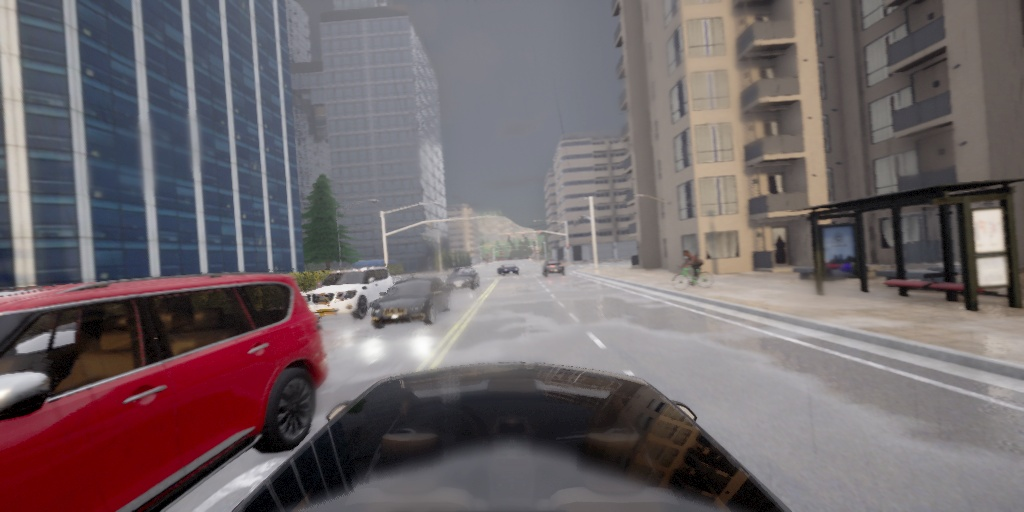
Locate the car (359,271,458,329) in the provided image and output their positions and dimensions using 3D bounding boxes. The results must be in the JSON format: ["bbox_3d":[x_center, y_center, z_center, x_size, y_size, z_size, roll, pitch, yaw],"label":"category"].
[{"bbox_3d":[-3.451,1.557,13.025,1.837,1.490,4.892,-4,-1,1],"label":"car"}]

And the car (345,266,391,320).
[{"bbox_3d":[-6.938,1.545,15.813,2.150,2.045,5.566,-4,0,0],"label":"car"}]

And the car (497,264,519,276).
[{"bbox_3d":[-0.556,1.560,41.327,1.895,1.301,4.718,-4,0,-12],"label":"car"}]

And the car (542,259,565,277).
[{"bbox_3d":[3.847,1.087,33.883,2.128,1.511,4.902,-4,0,1],"label":"car"}]

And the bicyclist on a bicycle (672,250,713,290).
[{"bbox_3d":[7.233,0.555,14.425,1.656,1.620,0.582,-5,0,1],"label":"bicyclist on a bicycle"}]

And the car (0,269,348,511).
[{"bbox_3d":[-3.547,1.233,2.575,2.150,2.045,5.566,-4,0,0],"label":"car"}]

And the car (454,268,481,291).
[{"bbox_3d":[-3.305,1.584,24.851,2.128,1.511,4.902,-4,0,1],"label":"car"}]

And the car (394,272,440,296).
[{"bbox_3d":[-6.766,1.959,26.131,1.895,1.301,4.718,-4,0,1],"label":"car"}]
